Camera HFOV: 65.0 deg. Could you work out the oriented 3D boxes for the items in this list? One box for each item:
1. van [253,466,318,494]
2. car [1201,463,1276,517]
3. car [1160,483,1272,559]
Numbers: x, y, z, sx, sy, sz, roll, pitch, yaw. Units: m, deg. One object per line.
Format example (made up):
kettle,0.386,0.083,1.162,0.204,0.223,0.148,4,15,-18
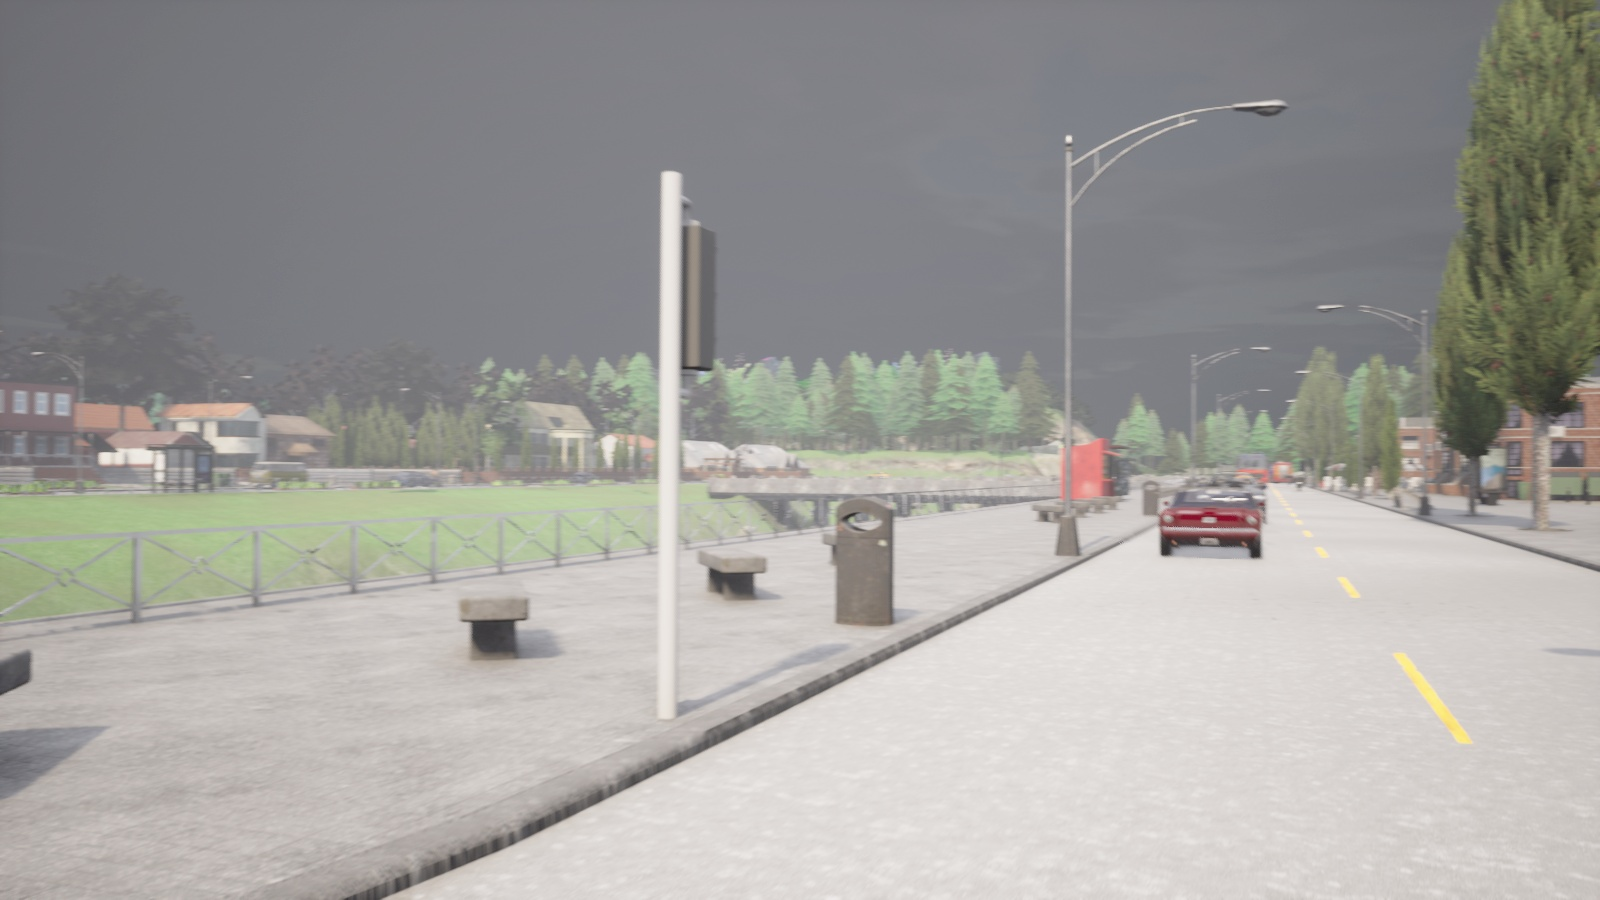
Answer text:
van,-37.154,2.158,90.798,1.775,1.987,4.442,0,-1,21
car,14.307,1.257,40.860,2.152,1.651,5.027,0,-1,21
car,8.276,1.318,24.739,1.895,1.301,4.718,0,-1,21
